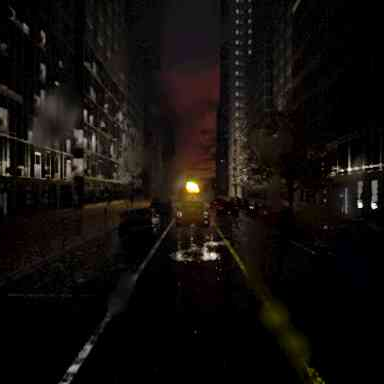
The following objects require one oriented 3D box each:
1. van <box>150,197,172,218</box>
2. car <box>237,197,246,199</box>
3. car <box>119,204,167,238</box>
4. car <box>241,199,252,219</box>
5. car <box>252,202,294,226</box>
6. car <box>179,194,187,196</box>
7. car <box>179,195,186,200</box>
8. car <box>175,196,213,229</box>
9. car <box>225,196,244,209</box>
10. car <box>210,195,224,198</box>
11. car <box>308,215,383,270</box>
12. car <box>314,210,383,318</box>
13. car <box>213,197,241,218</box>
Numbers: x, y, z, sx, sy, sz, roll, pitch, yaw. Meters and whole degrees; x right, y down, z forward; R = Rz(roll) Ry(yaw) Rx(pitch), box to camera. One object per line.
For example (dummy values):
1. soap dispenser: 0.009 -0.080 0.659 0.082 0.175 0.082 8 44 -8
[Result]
1. van: -2.620 1.302 28.816 1.690 1.788 3.998 0 0 0
2. car: 5.791 1.408 40.175 1.967 1.590 4.097 0 0 0
3. car: -2.652 1.529 17.431 2.008 1.369 4.403 0 0 0
4. car: 5.760 1.543 28.790 2.008 1.369 4.403 0 0 0
5. car: 5.744 1.552 23.097 2.008 1.369 4.403 0 0 0
6. car: -2.483 1.378 80.050 1.887 1.381 4.507 0 0 0
7. car: -2.468 1.397 85.744 1.802 1.307 4.206 0 0 0
8. car: 0.050 1.334 21.647 2.097 1.767 4.553 0 0 0
9. car: 5.806 1.396 45.867 1.967 1.590 4.097 0 0 0
10. car: 3.126 1.460 42.628 1.837 1.490 4.892 0 1 1
11. car: 5.713 1.595 11.712 1.802 1.307 4.206 0 0 0
12. car: 3.907 1.236 5.304 2.150 2.045 5.566 0 0 0
13. car: 3.116 1.506 30.067 1.812 1.442 4.674 0 0 1
